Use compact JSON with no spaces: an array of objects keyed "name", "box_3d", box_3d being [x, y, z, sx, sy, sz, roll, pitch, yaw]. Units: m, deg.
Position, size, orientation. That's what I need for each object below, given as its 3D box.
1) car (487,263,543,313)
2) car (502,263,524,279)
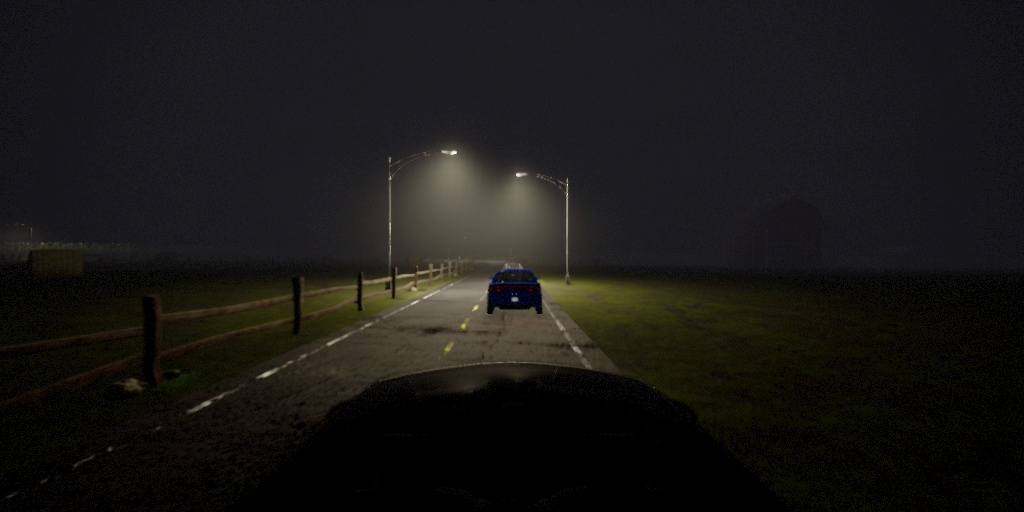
[{"name":"car","box_3d":[0.092,1.211,13.831,1.882,1.535,5.008,0,0,0]},{"name":"car","box_3d":[0.094,1.306,32.696,1.895,1.301,4.718,0,0,0]}]
